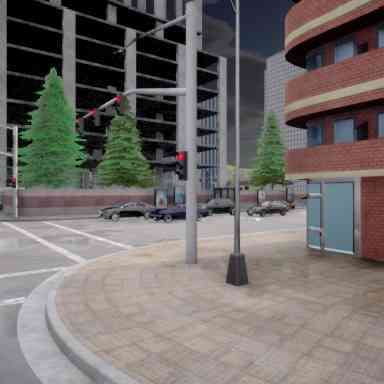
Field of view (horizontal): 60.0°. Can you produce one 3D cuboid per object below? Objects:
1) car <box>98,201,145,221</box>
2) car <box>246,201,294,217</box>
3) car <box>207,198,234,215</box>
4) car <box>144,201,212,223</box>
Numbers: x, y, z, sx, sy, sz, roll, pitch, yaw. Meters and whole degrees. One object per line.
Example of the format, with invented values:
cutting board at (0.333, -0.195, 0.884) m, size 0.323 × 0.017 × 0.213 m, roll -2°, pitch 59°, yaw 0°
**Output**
car at (-5.285, 1.547, 27.596) m, size 4.902 × 1.511 × 2.128 m, roll 0°, pitch 0°, yaw -35°
car at (7.360, 1.581, 32.243) m, size 4.674 × 1.442 × 1.812 m, roll 0°, pitch 0°, yaw -35°
car at (2.202, 1.407, 32.889) m, size 4.553 × 1.767 × 2.097 m, roll 0°, pitch 0°, yaw -35°
car at (-1.023, 1.656, 26.323) m, size 4.718 × 1.301 × 1.895 m, roll 0°, pitch 0°, yaw -35°
